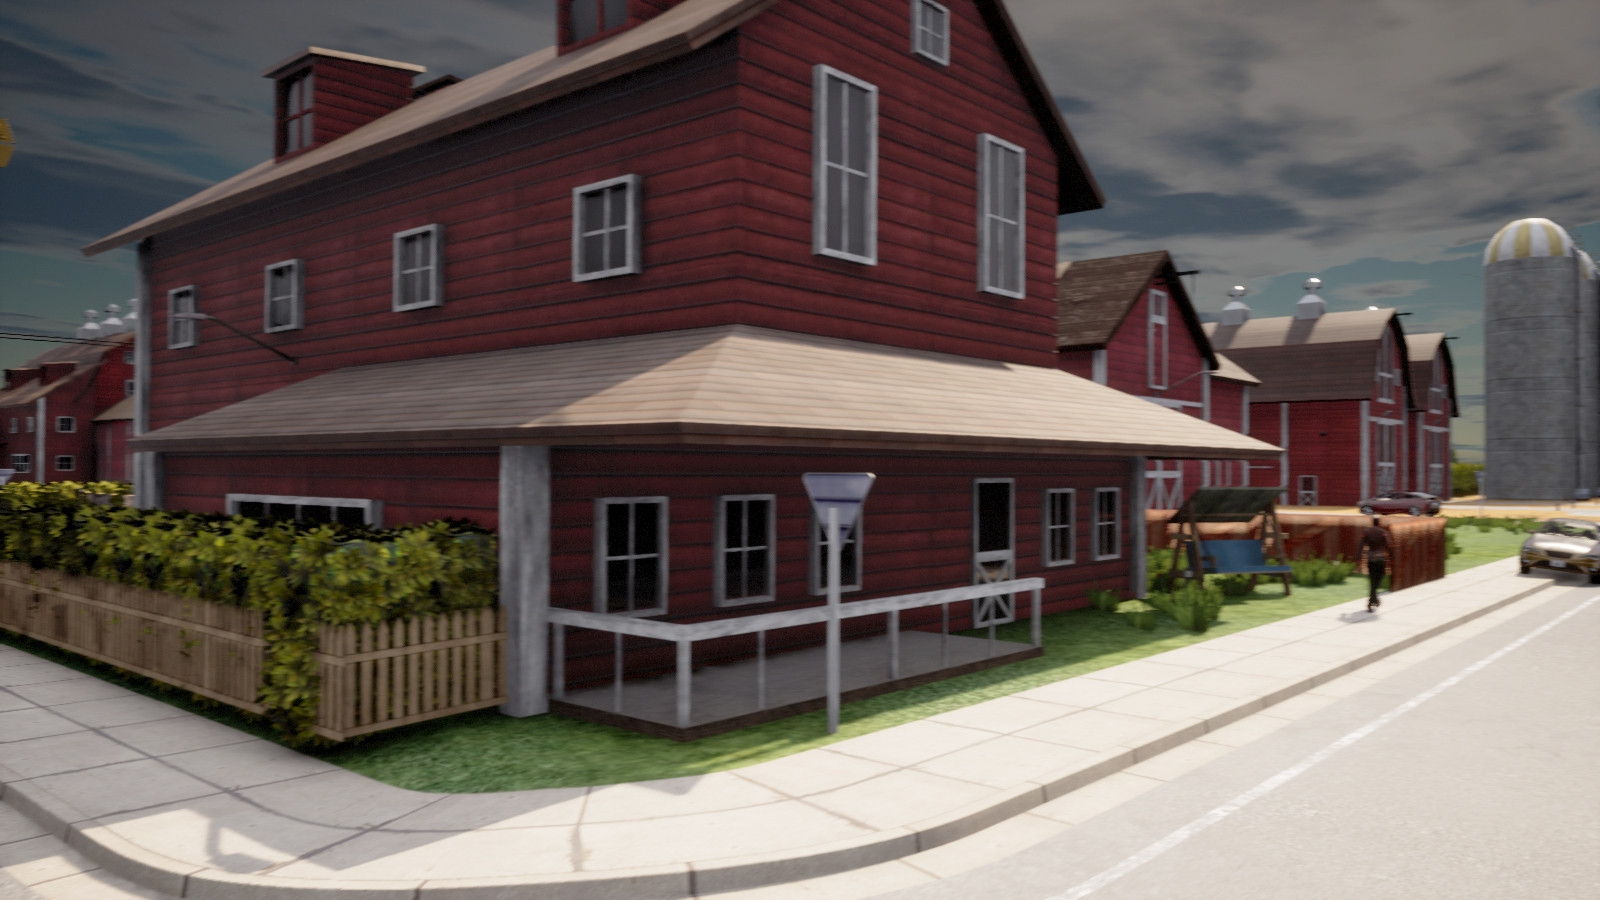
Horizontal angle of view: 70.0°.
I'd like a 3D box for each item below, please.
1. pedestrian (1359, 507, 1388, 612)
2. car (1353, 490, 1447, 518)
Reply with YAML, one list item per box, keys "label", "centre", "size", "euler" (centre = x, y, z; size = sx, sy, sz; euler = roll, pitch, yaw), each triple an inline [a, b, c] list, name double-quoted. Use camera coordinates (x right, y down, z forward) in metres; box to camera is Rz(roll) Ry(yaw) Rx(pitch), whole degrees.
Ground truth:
- label: "pedestrian"
  centre: [10.484, 1.991, 20.896]
  size: [0.375, 1.860, 0.375]
  euler: [-1, -1, 44]
- label: "car"
  centre: [35.495, 3.181, 67.669]
  size: [2.007, 1.525, 4.514]
  euler: [1, -1, -32]
